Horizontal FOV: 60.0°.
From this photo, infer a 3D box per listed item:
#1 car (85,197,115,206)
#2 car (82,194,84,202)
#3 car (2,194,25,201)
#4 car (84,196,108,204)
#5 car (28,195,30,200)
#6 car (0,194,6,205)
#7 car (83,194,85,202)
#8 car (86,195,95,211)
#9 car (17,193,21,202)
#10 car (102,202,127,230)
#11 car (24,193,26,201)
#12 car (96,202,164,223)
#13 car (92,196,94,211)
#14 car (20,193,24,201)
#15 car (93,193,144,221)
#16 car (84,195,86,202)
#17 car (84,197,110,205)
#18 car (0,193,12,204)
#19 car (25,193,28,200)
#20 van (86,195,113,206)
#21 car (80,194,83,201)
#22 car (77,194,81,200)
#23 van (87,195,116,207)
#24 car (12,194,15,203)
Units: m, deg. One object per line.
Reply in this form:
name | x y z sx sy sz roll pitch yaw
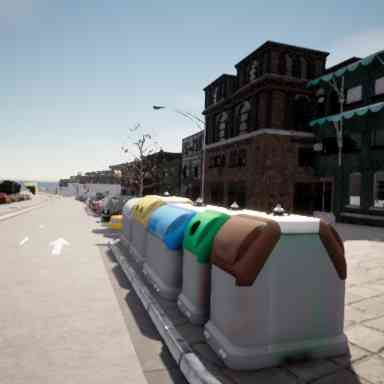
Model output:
car | -18.572 1.876 67.103 5.366 1.575 1.946 3 -2 -39
car | -13.763 1.547 52.782 5.566 2.045 2.435 3 -2 -39
car | -43.437 1.393 81.080 4.553 1.767 2.185 1 -1 -41
car | -21.778 1.787 75.498 4.553 1.767 2.185 3 -2 -40
car | -44.650 1.526 83.719 5.366 1.575 1.946 1 0 -42
car | -33.182 1.405 53.271 4.792 1.488 2.163 1 -1 -39
car | -11.808 1.516 47.101 5.566 2.045 2.435 3 -2 -39
car | -7.935 1.453 35.685 5.566 2.045 2.435 3 -1 -39
car | -38.138 1.451 67.255 5.008 1.535 2.097 1 0 -40
car | -1.953 1.589 18.689 5.366 1.575 1.946 3 -2 -39
car | -41.237 1.523 75.604 4.792 1.488 2.163 1 -1 -41
car | -5.009 1.658 27.156 5.008 1.535 2.097 3 -1 -39
car | -6.977 1.563 32.845 4.553 1.767 2.185 3 -2 -39
car | -40.228 1.509 72.785 4.792 1.488 2.163 1 0 -40
car | -3.044 1.365 21.462 5.566 2.045 2.435 3 -2 -39
car | -9.888 1.483 41.373 5.566 2.045 2.435 3 -1 -39
car | -20.742 1.901 72.661 4.892 1.521 2.231 3 -2 -40
car | -34.192 1.139 56.043 5.566 2.045 2.435 1 0 -39
car | -42.320 1.506 78.343 5.008 1.535 2.097 1 0 -41
van | -17.798 1.627 64.063 4.442 1.987 1.878 3 -1 -39
car | -23.871 1.938 81.171 5.008 1.535 2.097 3 -2 -41
car | -27.156 1.720 89.600 5.566 2.045 2.435 3 -1 -42
van | -15.827 1.597 58.370 4.442 1.987 1.878 3 -1 -39
car | -35.014 1.405 58.988 5.366 1.575 1.946 1 -1 -39
